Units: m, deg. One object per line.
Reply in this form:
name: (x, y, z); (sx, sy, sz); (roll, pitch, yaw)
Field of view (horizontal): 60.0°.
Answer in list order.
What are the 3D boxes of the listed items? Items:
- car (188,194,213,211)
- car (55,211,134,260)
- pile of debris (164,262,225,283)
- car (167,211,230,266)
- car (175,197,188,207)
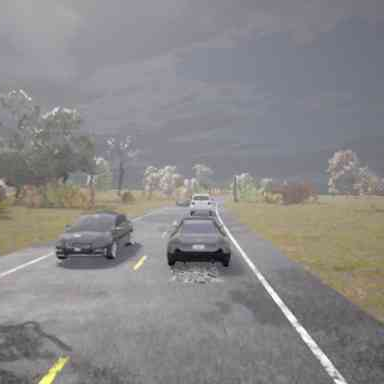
car: (1.025, 1.268, 34.818); (2.150, 2.045, 5.566); (0, 0, 3)
car: (-3.450, 1.523, 12.594); (1.837, 1.490, 4.892); (0, 0, 1)
pile of debris: (0.070, 2.190, 9.183); (1.500, 0.140, 1.860); (0, 0, 1)
car: (0.230, 1.580, 11.717); (1.994, 1.385, 4.181); (0, 0, 1)
car: (-1.501, 1.554, 52.902); (2.128, 1.511, 4.902); (0, 0, 5)
